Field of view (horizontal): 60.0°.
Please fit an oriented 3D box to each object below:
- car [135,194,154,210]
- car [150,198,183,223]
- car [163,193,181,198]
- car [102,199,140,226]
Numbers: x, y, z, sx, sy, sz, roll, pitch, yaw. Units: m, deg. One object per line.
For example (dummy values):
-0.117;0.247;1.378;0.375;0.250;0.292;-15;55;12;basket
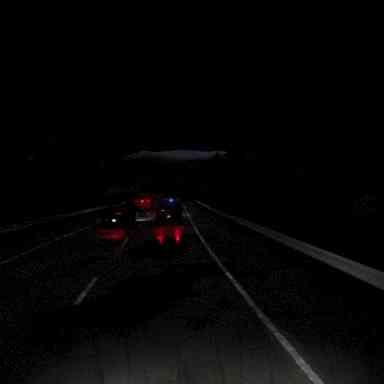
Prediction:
-6.012;1.216;41.810;2.150;2.045;5.566;-1;0;-3;car
-1.690;1.451;24.879;2.128;1.511;4.902;-1;0;-3;car
-2.541;1.146;42.082;2.150;2.045;5.566;-1;0;-1;car
-5.110;1.538;23.605;1.837;1.490;4.892;-1;1;-3;car
